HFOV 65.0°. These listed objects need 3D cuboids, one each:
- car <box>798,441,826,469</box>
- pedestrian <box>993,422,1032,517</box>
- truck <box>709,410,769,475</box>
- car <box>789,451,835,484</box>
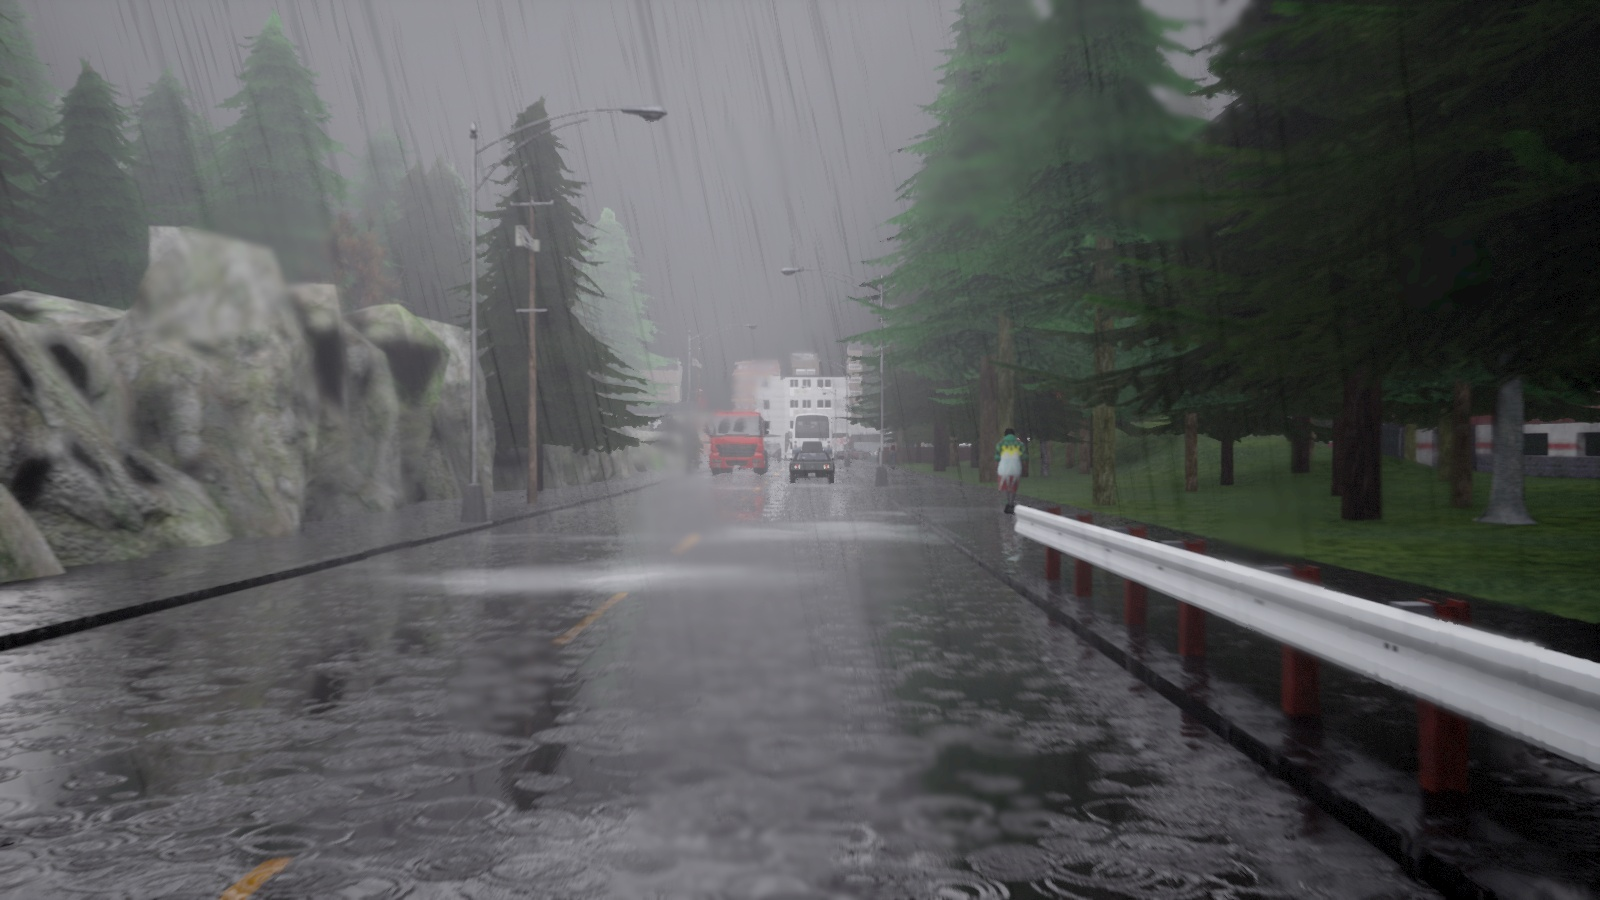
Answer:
[{"bbox_3d":[0.856,0.335,86.997,1.905,1.878,3.866,0,0,1],"label":"car"},{"bbox_3d":[4.392,0.398,26.050,0.659,1.952,0.873,0,0,0],"label":"pedestrian"},{"bbox_3d":[-3.314,-0.404,70.065,2.891,3.462,7.936,0,0,1],"label":"truck"},{"bbox_3d":[0.521,0.720,53.727,1.895,1.301,4.718,0,0,1],"label":"car"}]
